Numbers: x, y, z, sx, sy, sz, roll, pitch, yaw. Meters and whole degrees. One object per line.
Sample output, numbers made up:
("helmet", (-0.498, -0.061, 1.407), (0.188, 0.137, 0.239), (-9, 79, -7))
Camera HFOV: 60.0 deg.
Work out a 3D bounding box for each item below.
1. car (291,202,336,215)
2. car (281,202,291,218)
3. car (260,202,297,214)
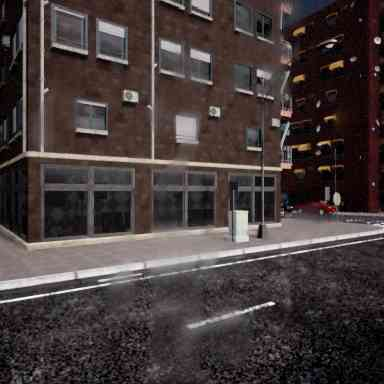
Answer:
("car", (13.955, 1.829, 37.604), (1.887, 1.381, 4.507), (-1, 0, -36))
("car", (7.191, 1.862, 32.714), (1.802, 1.307, 4.206), (-1, 0, -36))
("car", (10.837, 1.920, 41.916), (1.947, 1.339, 4.313), (-1, 0, -36))
